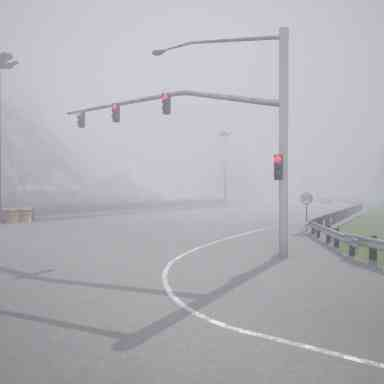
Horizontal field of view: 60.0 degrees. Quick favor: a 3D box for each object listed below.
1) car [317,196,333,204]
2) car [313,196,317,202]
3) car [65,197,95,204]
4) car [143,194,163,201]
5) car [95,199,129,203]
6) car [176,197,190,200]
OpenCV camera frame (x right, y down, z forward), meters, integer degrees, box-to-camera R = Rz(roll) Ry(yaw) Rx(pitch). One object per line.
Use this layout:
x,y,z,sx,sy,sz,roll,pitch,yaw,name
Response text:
25.561,1.549,63.331,1.994,1.385,4.181,0,0,16,car
28.111,1.520,72.920,2.033,1.411,5.357,0,0,7,car
-16.303,1.465,49.743,2.033,1.411,5.357,0,0,32,car
-7.573,1.272,64.567,2.097,1.767,4.553,0,0,25,car
-9.344,1.504,41.145,1.994,1.385,4.181,0,0,32,car
-1.653,1.543,53.458,1.895,1.301,4.718,0,0,30,car
